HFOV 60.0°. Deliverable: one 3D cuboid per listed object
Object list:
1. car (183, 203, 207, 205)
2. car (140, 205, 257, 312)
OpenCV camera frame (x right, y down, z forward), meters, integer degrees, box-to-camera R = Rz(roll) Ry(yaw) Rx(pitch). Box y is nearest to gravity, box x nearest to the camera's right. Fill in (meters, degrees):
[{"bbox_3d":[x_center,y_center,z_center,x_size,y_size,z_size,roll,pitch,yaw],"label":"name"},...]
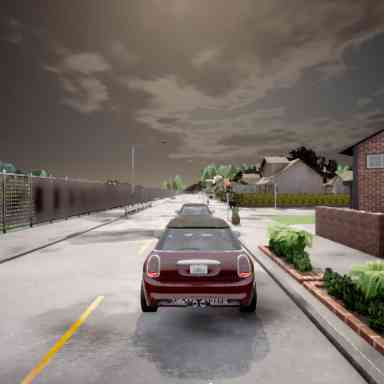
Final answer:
[{"bbox_3d":[0.149,1.352,17.550,2.097,1.767,4.553,0,0,0],"label":"car"},{"bbox_3d":[0.119,1.352,7.853,2.097,1.767,4.553,0,0,0],"label":"car"}]
